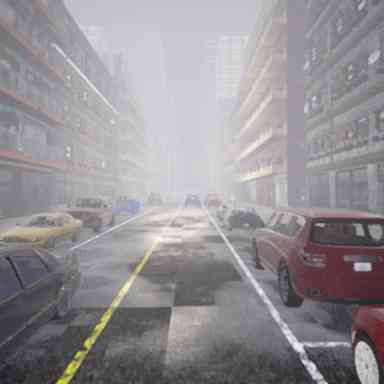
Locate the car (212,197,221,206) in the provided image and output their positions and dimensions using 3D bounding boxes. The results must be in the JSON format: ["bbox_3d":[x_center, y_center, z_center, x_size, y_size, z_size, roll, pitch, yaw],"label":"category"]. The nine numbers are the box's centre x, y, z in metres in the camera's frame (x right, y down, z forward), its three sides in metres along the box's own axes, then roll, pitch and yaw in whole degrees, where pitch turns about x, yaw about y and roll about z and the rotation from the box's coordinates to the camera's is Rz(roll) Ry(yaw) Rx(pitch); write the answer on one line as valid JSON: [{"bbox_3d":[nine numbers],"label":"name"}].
[{"bbox_3d":[2.707,1.315,24.459,1.752,1.417,4.829,1,0,0],"label":"car"}]

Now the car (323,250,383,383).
[{"bbox_3d":[2.706,1.526,2.129,1.887,1.381,4.507,1,0,0],"label":"car"}]

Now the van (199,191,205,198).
[{"bbox_3d":[2.713,0.548,90.770,1.690,1.788,3.998,1,1,0],"label":"van"}]

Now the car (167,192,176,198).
[{"bbox_3d":[-5.638,0.807,85.179,2.008,1.369,4.403,1,1,0],"label":"car"}]

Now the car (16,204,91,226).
[{"bbox_3d":[-5.675,1.413,12.987,1.752,1.417,4.829,1,0,0],"label":"car"}]

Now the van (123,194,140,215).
[{"bbox_3d":[-5.670,1.085,29.776,1.690,1.788,3.998,1,0,0],"label":"van"}]

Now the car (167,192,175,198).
[{"bbox_3d":[-5.639,0.789,90.720,1.802,1.307,4.206,1,1,0],"label":"car"}]

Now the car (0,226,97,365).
[{"bbox_3d":[-3.094,1.508,4.413,2.033,1.411,5.357,0,1,0],"label":"car"}]

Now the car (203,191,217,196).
[{"bbox_3d":[2.712,0.914,46.449,2.192,1.841,5.009,1,1,0],"label":"car"}]

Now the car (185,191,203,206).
[{"bbox_3d":[0.102,0.964,44.897,2.097,1.767,4.553,0,0,0],"label":"car"}]

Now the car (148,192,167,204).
[{"bbox_3d":[-5.669,0.866,51.937,2.192,1.841,5.009,1,1,0],"label":"car"}]

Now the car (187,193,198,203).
[{"bbox_3d":[0.099,0.991,56.214,1.882,1.535,5.008,0,1,0],"label":"car"}]

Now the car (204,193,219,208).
[{"bbox_3d":[2.707,1.192,40.910,1.887,1.381,4.507,1,1,0],"label":"car"}]

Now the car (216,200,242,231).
[{"bbox_3d":[2.706,1.389,18.749,2.008,1.369,4.403,1,0,0],"label":"car"}]

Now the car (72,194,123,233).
[{"bbox_3d":[-5.670,1.154,18.695,2.192,1.841,5.009,1,0,0],"label":"car"}]

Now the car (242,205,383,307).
[{"bbox_3d":[2.710,1.249,7.667,2.192,1.841,5.009,1,0,0],"label":"car"}]
